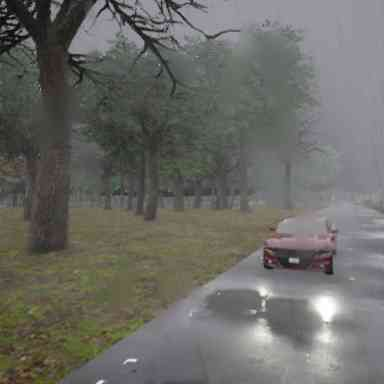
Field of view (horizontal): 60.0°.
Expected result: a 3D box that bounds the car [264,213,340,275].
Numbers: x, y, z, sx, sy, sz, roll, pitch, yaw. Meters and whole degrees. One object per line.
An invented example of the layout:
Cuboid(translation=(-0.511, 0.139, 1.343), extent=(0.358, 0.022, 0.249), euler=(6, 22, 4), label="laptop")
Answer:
Cuboid(translation=(3.700, 1.485, 10.879), extent=(1.882, 1.535, 5.008), euler=(0, 0, 25), label="car")
